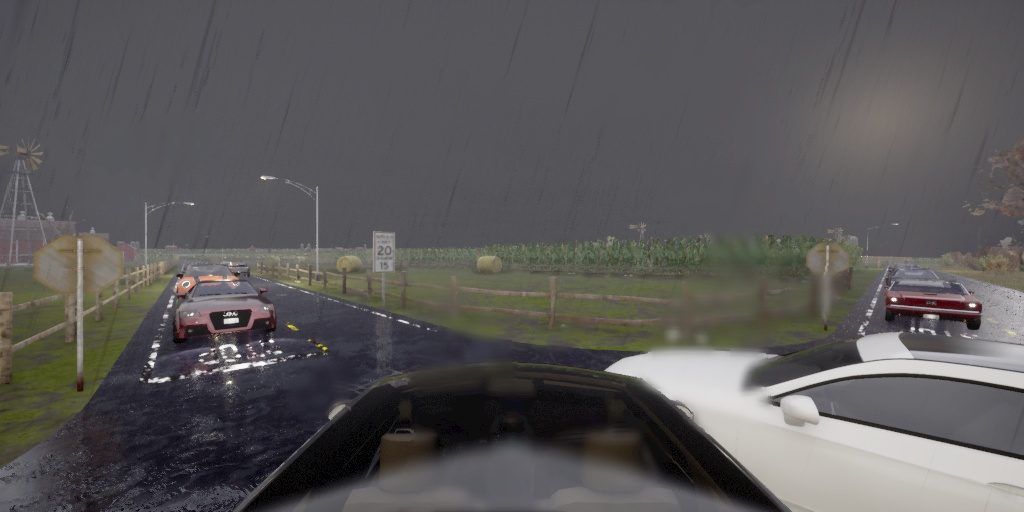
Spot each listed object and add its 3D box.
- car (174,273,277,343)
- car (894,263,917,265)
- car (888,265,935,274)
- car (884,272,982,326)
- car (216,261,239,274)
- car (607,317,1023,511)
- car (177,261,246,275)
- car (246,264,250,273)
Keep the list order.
[{"bbox_3d":[-8.022,1.359,9.970,1.994,1.385,4.181,0,0,-43],"label":"car"},{"bbox_3d":[27.145,1.401,24.564,4.181,1.385,1.994,0,1,-43],"label":"car"},{"bbox_3d":[20.444,1.363,18.251,5.357,1.411,2.033,0,1,-43],"label":"car"},{"bbox_3d":[13.423,1.397,11.628,4.718,1.301,1.895,0,1,-44],"label":"car"},{"bbox_3d":[-34.066,1.323,42.919,1.837,1.490,4.892,0,0,-42],"label":"car"},{"bbox_3d":[2.822,1.293,2.475,1.812,1.442,4.674,0,1,-44],"label":"car"},{"bbox_3d":[-13.853,1.147,16.403,2.097,1.767,4.553,0,0,-42],"label":"car"},{"bbox_3d":[-27.282,1.298,35.519,2.128,1.511,4.902,0,0,-42],"label":"car"}]
